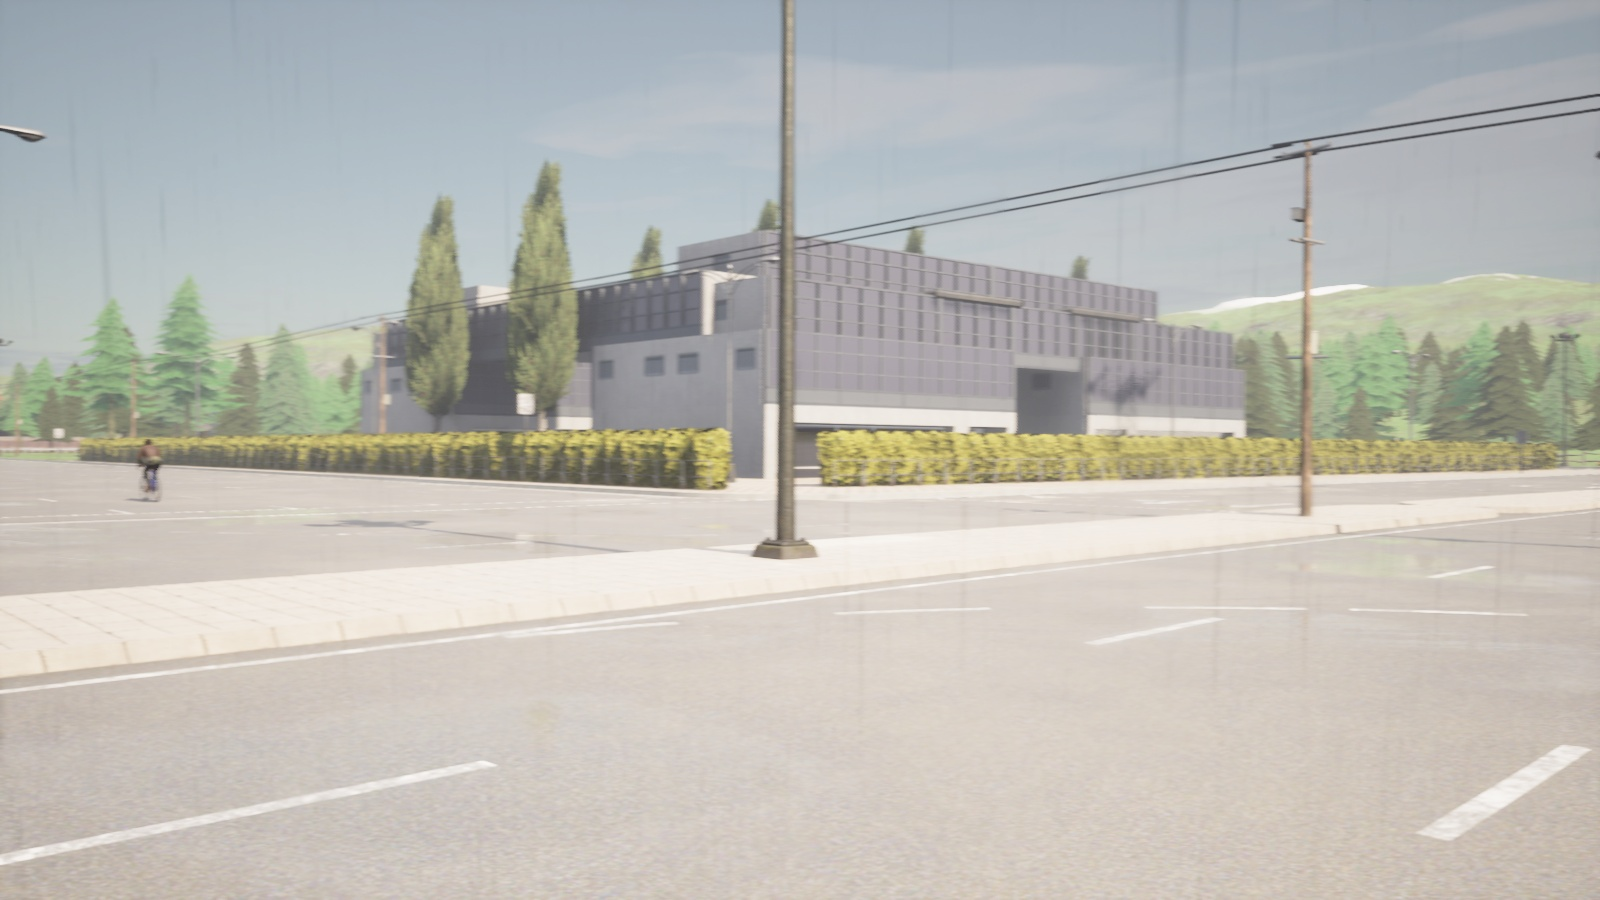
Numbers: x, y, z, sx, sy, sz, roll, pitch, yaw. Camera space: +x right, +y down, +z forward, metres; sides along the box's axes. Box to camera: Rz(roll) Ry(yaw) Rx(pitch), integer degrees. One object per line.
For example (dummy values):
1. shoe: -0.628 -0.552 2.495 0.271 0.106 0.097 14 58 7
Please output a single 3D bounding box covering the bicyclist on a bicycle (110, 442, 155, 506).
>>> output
1. bicyclist on a bicycle: -17.159 0.607 32.263 0.582 1.620 1.656 0 0 -44
